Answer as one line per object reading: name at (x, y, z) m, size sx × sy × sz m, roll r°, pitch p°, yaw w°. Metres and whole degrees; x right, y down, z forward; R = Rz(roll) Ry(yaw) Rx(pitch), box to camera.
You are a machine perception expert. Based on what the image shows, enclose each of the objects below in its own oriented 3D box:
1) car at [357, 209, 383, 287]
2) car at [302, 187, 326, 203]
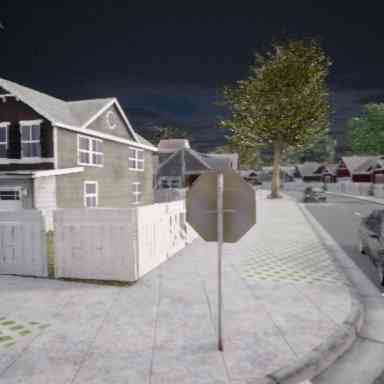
car at (5.177, 1.126, 7.911) m, size 2.033 × 1.411 × 5.357 m, roll 0°, pitch 2°, yaw 20°
car at (11.538, 0.221, 31.666) m, size 1.812 × 1.442 × 4.674 m, roll 0°, pitch 2°, yaw 13°
